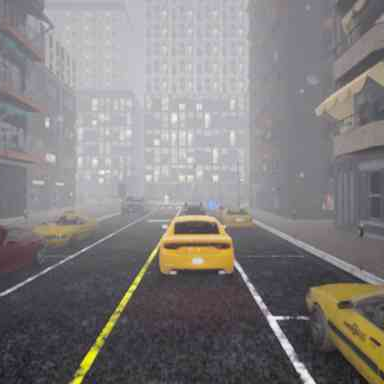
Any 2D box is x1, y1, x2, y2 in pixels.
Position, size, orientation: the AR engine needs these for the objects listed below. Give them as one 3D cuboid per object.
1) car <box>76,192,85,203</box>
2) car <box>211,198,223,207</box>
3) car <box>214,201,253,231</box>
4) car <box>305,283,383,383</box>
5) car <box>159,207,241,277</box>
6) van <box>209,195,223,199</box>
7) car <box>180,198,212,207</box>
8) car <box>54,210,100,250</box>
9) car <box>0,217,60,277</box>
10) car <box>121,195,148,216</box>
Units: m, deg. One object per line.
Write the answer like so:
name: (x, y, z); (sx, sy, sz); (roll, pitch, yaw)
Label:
car: (-20.856, 0.966, 56.949); (5.009, 1.841, 2.192); (1, -1, 0)
car: (2.577, 1.459, 25.855); (1.752, 1.417, 4.829); (0, 0, 0)
car: (2.575, 1.472, 20.215); (1.752, 1.417, 4.829); (0, 0, 0)
car: (2.570, 1.516, 3.294); (1.752, 1.417, 4.829); (0, 0, 0)
car: (0.084, 1.450, 10.180); (1.882, 1.535, 5.008); (0, 0, -1)
van: (2.581, 1.250, 36.965); (1.690, 1.788, 3.998); (0, 0, 0)
car: (0.107, 1.427, 25.269); (2.128, 1.511, 4.902); (0, 0, 0)
car: (-5.307, 1.487, 14.237); (1.752, 1.417, 4.829); (0, 0, 0)
car: (-5.309, 1.558, 8.766); (1.802, 1.307, 4.206); (0, 0, 0)
car: (-5.301, 1.237, 31.328); (2.192, 1.841, 5.009); (0, 0, 0)
